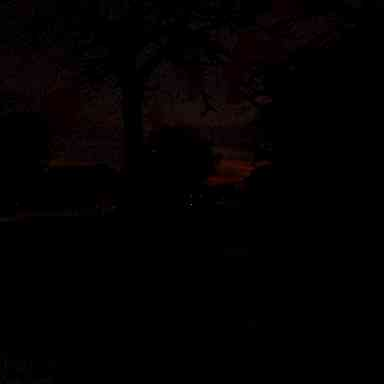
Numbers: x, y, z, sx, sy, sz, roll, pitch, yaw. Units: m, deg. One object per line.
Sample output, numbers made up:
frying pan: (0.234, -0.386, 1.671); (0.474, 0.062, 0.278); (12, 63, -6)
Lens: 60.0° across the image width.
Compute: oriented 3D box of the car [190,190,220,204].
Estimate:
car: (1.761, 0.799, 50.626); (2.150, 2.045, 5.566); (1, 1, 28)

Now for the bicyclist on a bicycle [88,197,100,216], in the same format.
bicyclist on a bicycle: (-8.330, 1.262, 28.300); (1.656, 1.620, 0.582); (0, 0, 36)

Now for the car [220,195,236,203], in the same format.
car: (6.372, 1.196, 59.985); (2.033, 1.411, 5.357); (1, 0, 23)

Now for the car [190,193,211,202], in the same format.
car: (1.527, 0.863, 56.742); (1.812, 1.442, 4.674); (1, 0, 26)

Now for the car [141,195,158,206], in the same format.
car: (-6.578, 1.087, 42.421); (2.033, 1.411, 5.357); (2, 1, 32)

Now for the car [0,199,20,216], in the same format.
car: (-16.865, 1.286, 27.637); (1.812, 1.442, 4.674); (2, 2, 37)
